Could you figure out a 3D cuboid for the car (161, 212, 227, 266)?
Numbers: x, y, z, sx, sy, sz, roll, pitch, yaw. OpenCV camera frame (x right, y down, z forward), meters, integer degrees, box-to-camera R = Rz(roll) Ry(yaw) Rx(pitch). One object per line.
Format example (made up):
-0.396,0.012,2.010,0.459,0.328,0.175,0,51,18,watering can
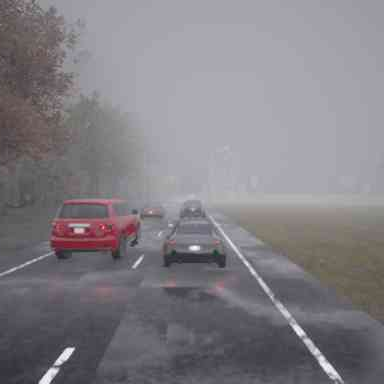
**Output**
0.085,1.607,11.673,1.994,1.385,4.181,0,0,0,car

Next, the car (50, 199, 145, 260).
-3.410,1.268,12.754,2.150,2.045,5.566,0,0,0,car

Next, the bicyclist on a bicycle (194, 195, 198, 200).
0.930,1.725,78.515,0.866,1.612,1.509,0,0,0,bicyclist on a bicycle

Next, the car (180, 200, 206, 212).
0.082,1.456,28.705,2.097,1.767,4.553,0,0,0,car

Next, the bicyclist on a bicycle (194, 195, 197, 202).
0.930,1.689,87.512,0.659,1.776,1.843,0,0,0,bicyclist on a bicycle

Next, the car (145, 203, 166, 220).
-3.417,1.671,29.489,1.994,1.385,4.181,0,0,0,car
